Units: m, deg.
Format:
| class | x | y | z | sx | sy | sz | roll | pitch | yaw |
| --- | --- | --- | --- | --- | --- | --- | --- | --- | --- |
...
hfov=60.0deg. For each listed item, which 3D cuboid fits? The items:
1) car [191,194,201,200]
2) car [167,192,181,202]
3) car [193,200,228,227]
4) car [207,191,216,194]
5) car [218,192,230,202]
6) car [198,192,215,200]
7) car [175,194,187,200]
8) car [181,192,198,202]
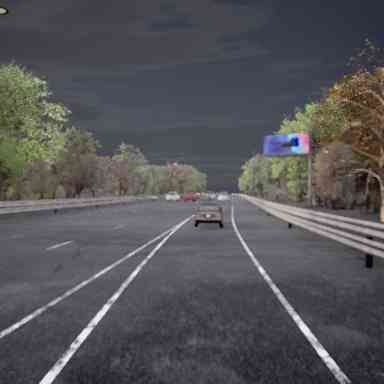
| class | x | y | z | sx | sy | sz | roll | pitch | yaw |
| --- | --- | --- | --- | --- | --- | --- | --- | --- | --- |
| car | 0.889 | 1.252 | 79.475 | 1.895 | 1.301 | 4.718 | 0 | 0 | 7 |
| car | -3.855 | 1.042 | 69.558 | 2.150 | 2.045 | 5.566 | 0 | 0 | 7 |
| car | 1.205 | 1.482 | 22.391 | 2.033 | 1.411 | 5.357 | 0 | 0 | 5 |
| car | 4.364 | 0.891 | 79.048 | 2.150 | 2.045 | 5.566 | 0 | 0 | 7 |
| car | 6.566 | 1.071 | 68.278 | 2.150 | 2.045 | 5.566 | 0 | 0 | 7 |
| car | 3.089 | 1.350 | 68.675 | 2.128 | 1.511 | 4.902 | 0 | 0 | 7 |
| car | -2.588 | 1.173 | 79.872 | 2.128 | 1.511 | 4.902 | 0 | 0 | 7 |
| car | -0.381 | 1.052 | 69.131 | 2.150 | 2.045 | 5.566 | 0 | 0 | 7 |
